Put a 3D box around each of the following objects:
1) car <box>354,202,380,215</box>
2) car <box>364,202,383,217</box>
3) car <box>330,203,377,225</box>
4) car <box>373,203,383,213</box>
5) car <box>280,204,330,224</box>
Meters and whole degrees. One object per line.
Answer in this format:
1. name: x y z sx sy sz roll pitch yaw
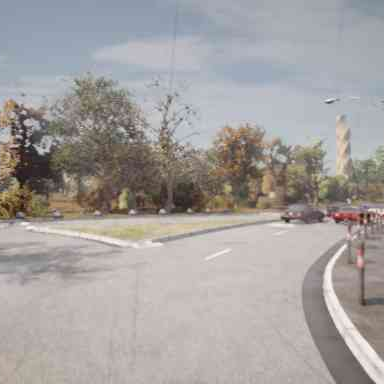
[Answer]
1. car: 22.021 2.043 41.803 1.812 1.442 4.674 -1 -2 41
2. car: 18.481 1.912 32.684 1.895 1.301 4.718 -1 -2 41
3. car: 12.127 1.711 24.956 1.895 1.301 4.718 -1 -2 39
4. car: 28.502 2.314 49.290 1.895 1.301 4.718 -1 -2 41
5. car: 8.663 1.655 25.857 2.033 1.411 5.357 -1 -1 39
